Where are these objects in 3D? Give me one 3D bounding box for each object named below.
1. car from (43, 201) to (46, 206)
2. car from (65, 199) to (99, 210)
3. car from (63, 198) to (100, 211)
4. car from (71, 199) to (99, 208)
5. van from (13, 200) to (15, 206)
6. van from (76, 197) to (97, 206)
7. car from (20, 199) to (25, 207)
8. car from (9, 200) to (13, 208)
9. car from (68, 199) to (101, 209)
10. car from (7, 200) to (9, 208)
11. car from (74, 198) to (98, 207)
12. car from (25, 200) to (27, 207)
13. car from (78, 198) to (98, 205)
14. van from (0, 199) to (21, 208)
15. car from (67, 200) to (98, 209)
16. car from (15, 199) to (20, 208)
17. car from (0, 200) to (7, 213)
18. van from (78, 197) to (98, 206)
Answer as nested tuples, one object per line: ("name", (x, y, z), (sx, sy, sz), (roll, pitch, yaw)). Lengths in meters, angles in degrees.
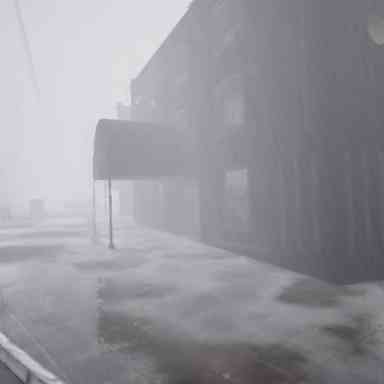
("car", (-38.732, 3.037, 85.454), (1.895, 1.301, 4.718), (-1, -1, -16))
("car", (-18.069, 2.034, 54.778), (4.892, 1.521, 2.231), (0, -1, -36))
("car", (-16.465, 1.920, 49.139), (4.892, 1.521, 2.231), (0, -1, -36))
("car", (-21.296, 2.261, 66.055), (4.892, 1.521, 2.231), (0, -1, -36))
("van", (-41.760, 2.666, 72.377), (4.442, 1.987, 1.878), (-2, 0, -36))
("van", (-25.439, 2.323, 80.088), (4.442, 1.987, 1.878), (0, -1, -36))
("car", (-43.135, 3.002, 78.218), (5.366, 1.575, 1.946), (-2, -1, -36))
("car", (-40.875, 2.861, 69.599), (4.792, 1.488, 2.163), (-2, 0, -36))
("car", (-19.545, 2.143, 60.529), (5.366, 1.575, 1.946), (0, -1, -36))
("car", (-40.023, 2.646, 66.806), (4.553, 1.767, 2.185), (-2, 0, -36))
("car", (-23.704, 2.305, 74.533), (4.553, 1.767, 2.185), (0, -1, -36))
("car", (-44.898, 3.175, 83.765), (4.674, 1.452, 2.002), (-2, 0, -36))
("car", (-27.795, 2.609, 88.601), (4.553, 1.767, 2.185), (0, -2, -36))
("van", (-44.195, 2.850, 80.869), (4.442, 1.987, 1.878), (-2, 0, -36))
("car", (-18.880, 2.129, 57.595), (4.674, 1.452, 2.002), (0, -1, -36))
("car", (-42.465, 2.949, 75.279), (4.892, 1.521, 2.231), (-2, 0, -36))
("car", (-23.187, 1.922, 36.719), (5.357, 1.411, 2.033), (-2, -1, 32))
("van", (-26.871, 2.446, 85.871), (4.442, 1.987, 1.878), (0, -2, -36))
